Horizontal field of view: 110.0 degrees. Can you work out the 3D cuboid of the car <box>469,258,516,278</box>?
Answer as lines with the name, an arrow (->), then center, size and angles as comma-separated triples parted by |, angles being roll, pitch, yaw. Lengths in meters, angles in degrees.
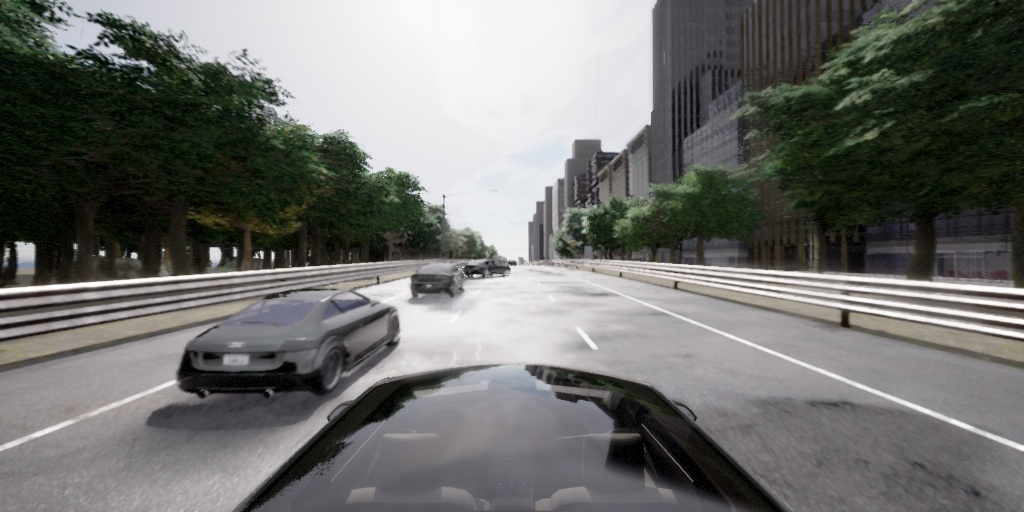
car -> -1.997, 1.036, 30.539 | 1.837, 1.490, 4.892 | 0, 0, 33

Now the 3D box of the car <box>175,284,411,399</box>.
car -> -3.499, 1.268, 6.556 | 1.994, 1.385, 4.181 | 0, 1, 0

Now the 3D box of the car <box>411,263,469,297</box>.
car -> -3.497, 1.079, 17.559 | 1.882, 1.535, 5.008 | 0, 0, 0
